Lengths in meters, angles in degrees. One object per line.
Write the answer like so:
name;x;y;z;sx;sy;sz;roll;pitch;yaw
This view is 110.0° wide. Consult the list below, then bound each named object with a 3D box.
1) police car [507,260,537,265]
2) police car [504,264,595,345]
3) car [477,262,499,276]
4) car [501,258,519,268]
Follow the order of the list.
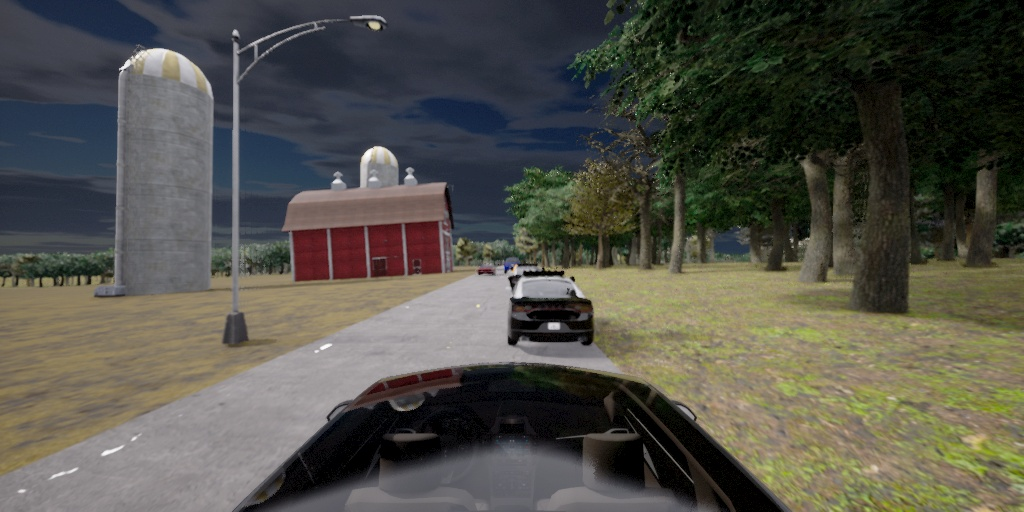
police car;0.842;1.226;19.653;1.930;1.638;5.238;0;0;0
police car;0.832;1.185;9.650;1.930;1.638;5.238;0;0;0
car;-2.803;1.563;40.186;1.895;1.301;4.718;0;0;0
car;0.075;1.248;47.614;2.150;2.045;5.566;0;0;0
